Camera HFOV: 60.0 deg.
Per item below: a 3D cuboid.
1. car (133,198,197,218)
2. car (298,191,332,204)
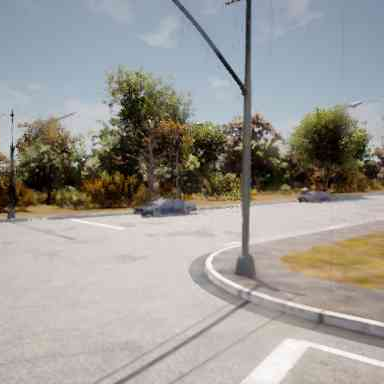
[{"bbox_3d":[-2.057,1.209,26.971,5.357,1.411,2.033,-1,2,-41],"label":"car"},{"bbox_3d":[14.300,0.560,38.753,4.181,1.385,1.994,-3,3,-31],"label":"car"}]
